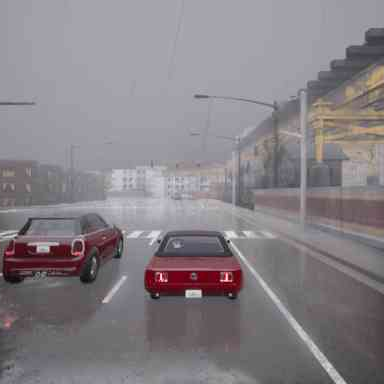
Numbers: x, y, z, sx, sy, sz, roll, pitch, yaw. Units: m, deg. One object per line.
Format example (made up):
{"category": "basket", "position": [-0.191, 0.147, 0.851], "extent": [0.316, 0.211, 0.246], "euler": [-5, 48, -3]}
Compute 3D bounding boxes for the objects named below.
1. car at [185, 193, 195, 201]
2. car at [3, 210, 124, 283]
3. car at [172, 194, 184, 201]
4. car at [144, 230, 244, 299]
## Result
{"category": "car", "position": [-0.210, 1.590, 87.262], "extent": [1.895, 1.301, 4.718], "euler": [0, 0, -3]}
{"category": "car", "position": [-3.449, 1.352, 9.857], "extent": [2.097, 1.767, 4.553], "euler": [0, 0, 0]}
{"category": "car", "position": [-3.695, 1.592, 86.133], "extent": [1.895, 1.301, 4.718], "euler": [0, 0, -3]}
{"category": "car", "position": [0.047, 1.601, 8.387], "extent": [1.895, 1.301, 4.718], "euler": [0, 0, 0]}
